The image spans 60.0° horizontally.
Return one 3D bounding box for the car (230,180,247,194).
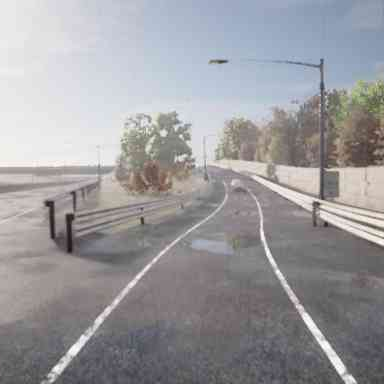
[{"bbox_3d":[6.985,-0.606,49.492,1.812,1.442,4.674,-1,5,6],"label":"car"}]
